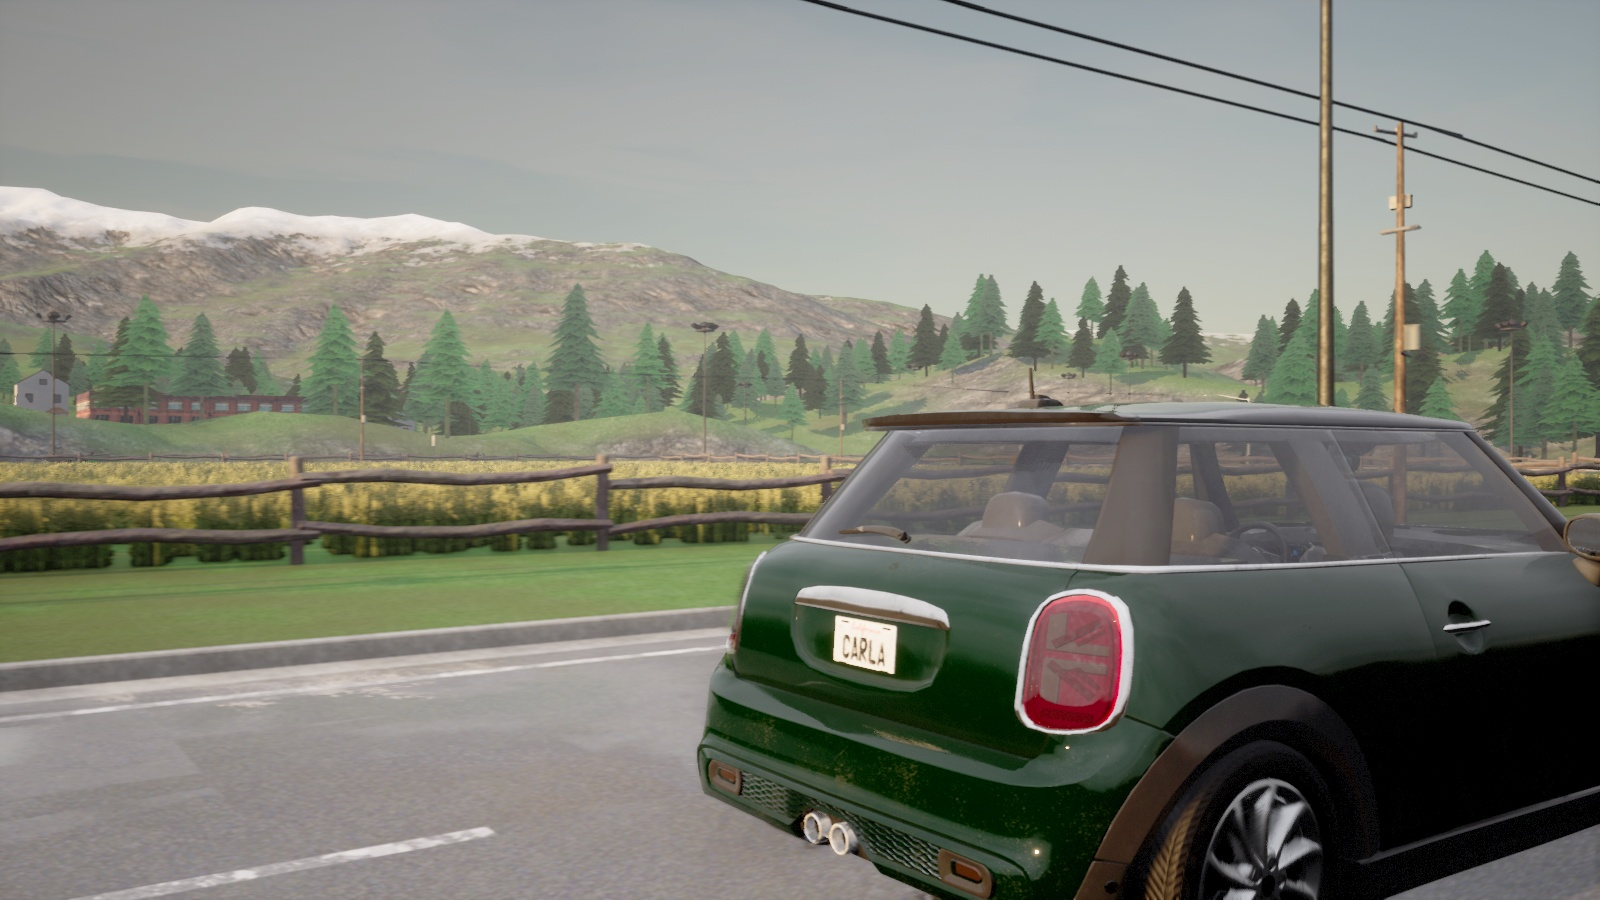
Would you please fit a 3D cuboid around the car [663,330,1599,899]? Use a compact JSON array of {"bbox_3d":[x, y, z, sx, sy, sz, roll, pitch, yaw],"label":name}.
[{"bbox_3d":[1.968,0.611,5.029,4.553,1.767,2.097,0,0,-35],"label":"car"}]
